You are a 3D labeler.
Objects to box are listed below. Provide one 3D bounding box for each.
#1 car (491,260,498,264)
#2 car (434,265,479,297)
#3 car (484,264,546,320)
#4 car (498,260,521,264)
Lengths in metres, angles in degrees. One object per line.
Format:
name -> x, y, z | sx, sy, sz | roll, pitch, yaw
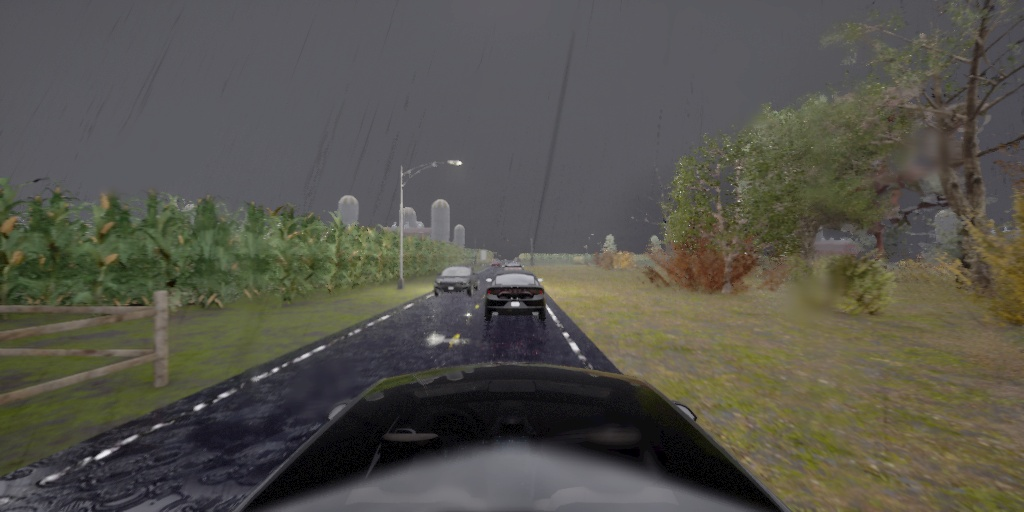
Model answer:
car -> -2.761, 1.434, 64.204 | 1.895, 1.301, 4.718 | 0, 0, 0
car -> -2.853, 1.233, 19.224 | 1.882, 1.535, 5.008 | 0, 0, 0
car -> 0.097, 1.231, 12.748 | 1.882, 1.535, 5.008 | 0, 0, 0
car -> 0.095, 1.256, 32.583 | 2.128, 1.511, 4.902 | 0, 0, 0
